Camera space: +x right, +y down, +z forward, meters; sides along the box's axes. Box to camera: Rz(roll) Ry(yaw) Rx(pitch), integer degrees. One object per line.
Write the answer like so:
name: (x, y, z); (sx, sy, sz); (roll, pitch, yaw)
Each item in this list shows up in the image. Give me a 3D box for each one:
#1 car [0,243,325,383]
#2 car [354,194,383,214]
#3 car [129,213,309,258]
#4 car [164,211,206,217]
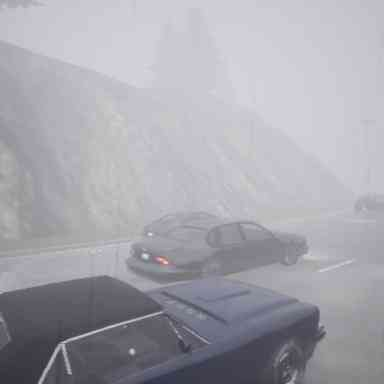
car: (-0.751, 1.577, 3.301); (4.718, 1.301, 1.895); (-2, 1, -36)
car: (14.514, 0.921, 26.647); (1.837, 1.490, 4.892); (0, 1, 42)
car: (0.915, 1.425, 8.959); (5.357, 1.411, 2.033); (-2, 1, -39)
car: (0.114, 1.409, 12.869); (4.181, 1.385, 1.994); (-2, 1, -39)
